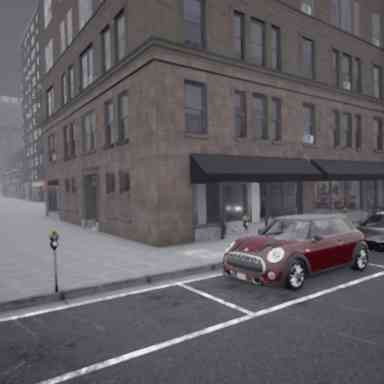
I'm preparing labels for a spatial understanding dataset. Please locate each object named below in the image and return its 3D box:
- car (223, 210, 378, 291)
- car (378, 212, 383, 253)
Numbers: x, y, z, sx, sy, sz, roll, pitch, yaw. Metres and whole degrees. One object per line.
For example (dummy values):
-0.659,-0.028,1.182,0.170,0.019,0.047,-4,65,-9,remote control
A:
2.717,1.330,8.615,4.097,1.590,1.967,-1,0,-36,car
7.195,1.371,11.819,4.313,1.339,1.947,-1,0,-36,car
